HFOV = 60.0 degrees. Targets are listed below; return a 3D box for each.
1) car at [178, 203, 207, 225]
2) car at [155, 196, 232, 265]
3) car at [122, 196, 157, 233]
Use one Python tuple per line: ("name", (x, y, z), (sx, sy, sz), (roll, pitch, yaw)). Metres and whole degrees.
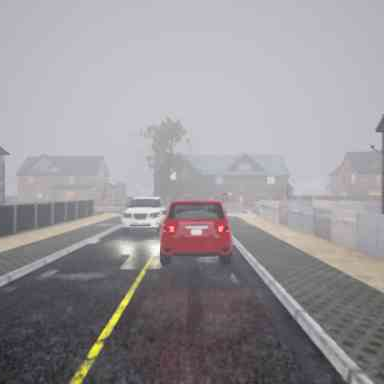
("car", (0.125, 1.623, 25.946), (2.033, 1.411, 5.357), (0, 0, 2))
("car", (0.100, 1.246, 11.855), (2.150, 2.045, 5.566), (0, -1, 0))
("car", (-2.755, 1.281, 20.394), (2.150, 2.045, 5.566), (0, 0, 0))
